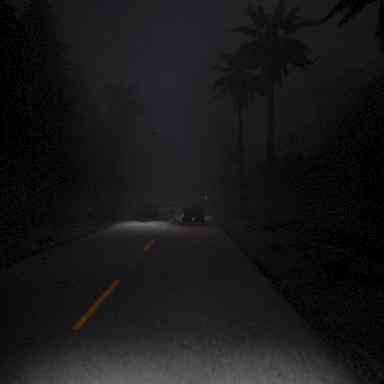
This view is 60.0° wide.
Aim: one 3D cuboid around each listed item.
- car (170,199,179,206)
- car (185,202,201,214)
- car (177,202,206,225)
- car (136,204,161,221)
[{"bbox_3d":[-3.934,2.295,74.466,1.837,1.490,4.892,0,-1,0],"label":"car"},{"bbox_3d":[0.129,2.069,44.146,2.128,1.511,4.902,0,-1,0],"label":"car"},{"bbox_3d":[0.108,1.851,27.441,2.128,1.511,4.902,0,-1,0],"label":"car"},{"bbox_3d":[-4.086,1.892,31.747,1.882,1.535,5.008,0,-1,0],"label":"car"}]
